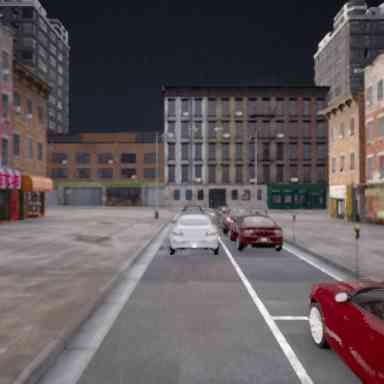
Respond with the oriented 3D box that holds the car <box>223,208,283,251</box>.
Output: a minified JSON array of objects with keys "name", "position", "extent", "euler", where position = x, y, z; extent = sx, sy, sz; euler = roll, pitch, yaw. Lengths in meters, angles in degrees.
[{"name":"car","position":[2.644,1.631,14.438],"extent":[1.887,1.381,4.507],"euler":[0,0,0]}]

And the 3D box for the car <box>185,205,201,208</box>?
[{"name":"car","position":[0.086,1.723,26.322],"extent":[1.994,1.385,4.181],"euler":[0,0,0]}]

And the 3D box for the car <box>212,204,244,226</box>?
[{"name":"car","position":[2.644,1.705,25.445],"extent":[2.008,1.369,4.403],"euler":[0,0,0]}]

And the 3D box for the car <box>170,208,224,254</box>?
[{"name":"car","position":[0.091,1.607,13.686],"extent":[1.812,1.442,4.674],"euler":[0,0,0]}]

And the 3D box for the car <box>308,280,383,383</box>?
[{"name":"car","position":[2.645,1.565,3.431],"extent":[1.887,1.381,4.507],"euler":[0,0,0]}]

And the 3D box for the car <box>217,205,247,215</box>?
[{"name":"car","position":[2.645,1.560,19.942],"extent":[1.967,1.590,4.097],"euler":[0,0,0]}]
